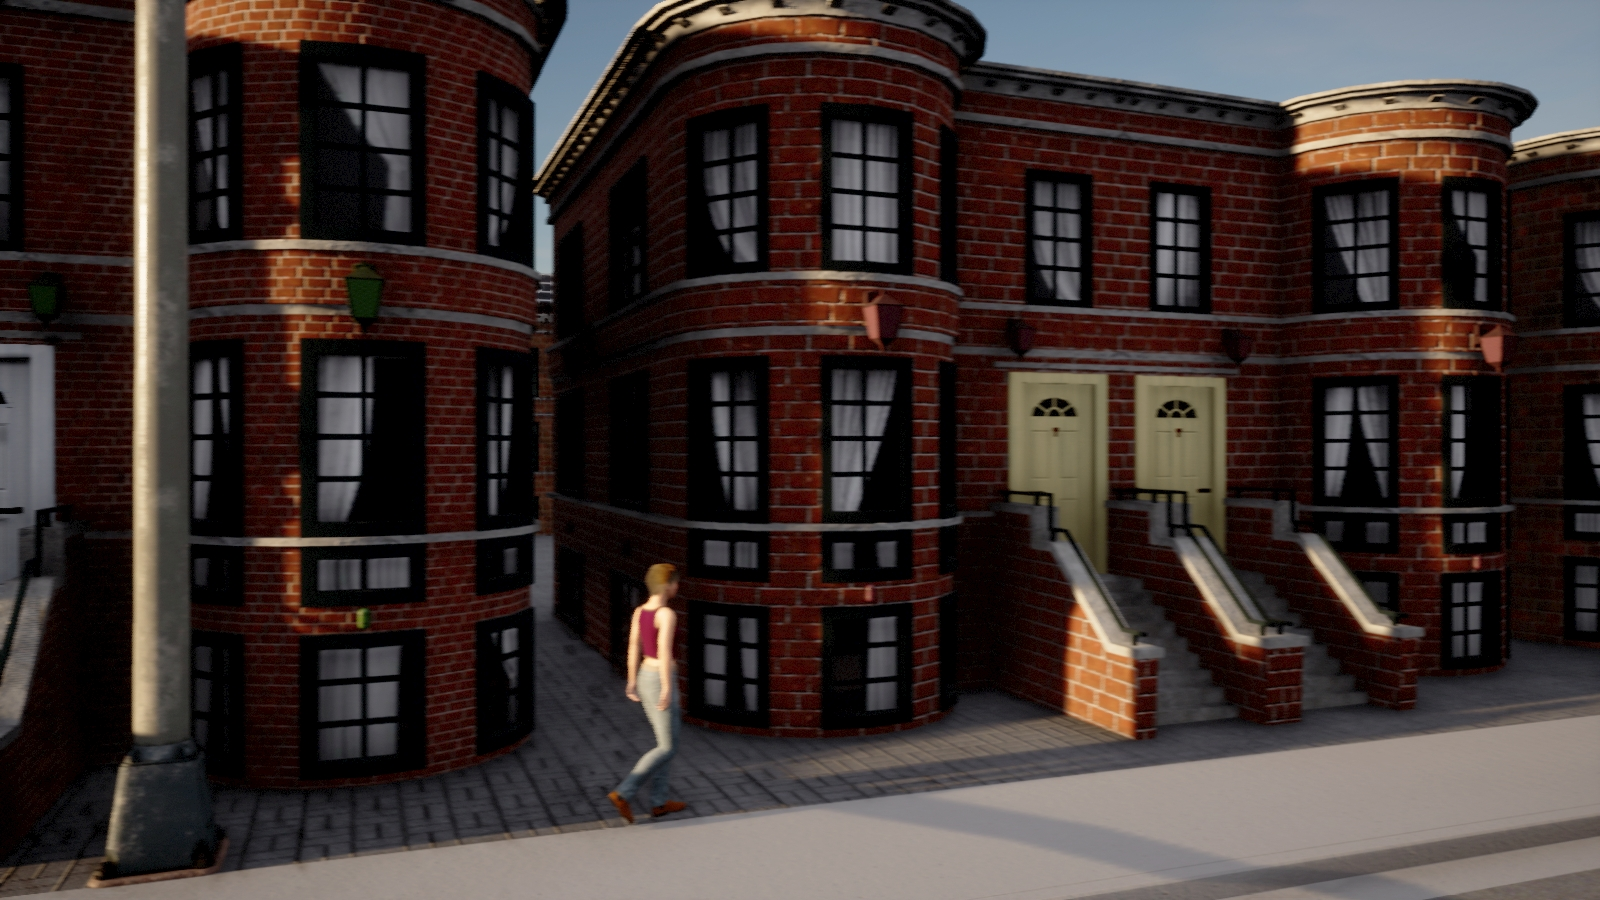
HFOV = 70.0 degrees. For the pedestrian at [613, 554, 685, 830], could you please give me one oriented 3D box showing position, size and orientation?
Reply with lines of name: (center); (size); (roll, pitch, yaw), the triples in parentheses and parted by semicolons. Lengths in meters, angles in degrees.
pedestrian: (-1.079, 1.699, 8.162); (0.375, 1.860, 0.375); (0, 0, -36)
